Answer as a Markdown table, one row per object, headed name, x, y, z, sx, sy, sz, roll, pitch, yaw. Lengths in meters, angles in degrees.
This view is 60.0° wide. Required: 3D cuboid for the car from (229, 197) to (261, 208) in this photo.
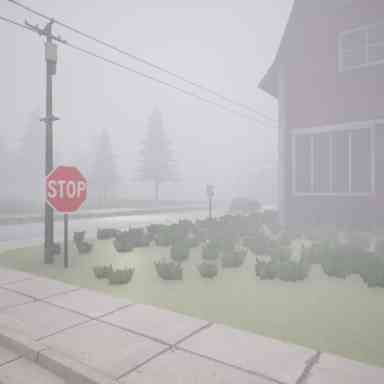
| name | x | y | z | sx | sy | sz | roll | pitch | yaw |
| --- | --- | --- | --- | --- | --- | --- | --- | --- | --- |
| car | 6.109 | 1.349 | 37.617 | 2.097 | 1.767 | 4.553 | 0 | 0 | 36 |
